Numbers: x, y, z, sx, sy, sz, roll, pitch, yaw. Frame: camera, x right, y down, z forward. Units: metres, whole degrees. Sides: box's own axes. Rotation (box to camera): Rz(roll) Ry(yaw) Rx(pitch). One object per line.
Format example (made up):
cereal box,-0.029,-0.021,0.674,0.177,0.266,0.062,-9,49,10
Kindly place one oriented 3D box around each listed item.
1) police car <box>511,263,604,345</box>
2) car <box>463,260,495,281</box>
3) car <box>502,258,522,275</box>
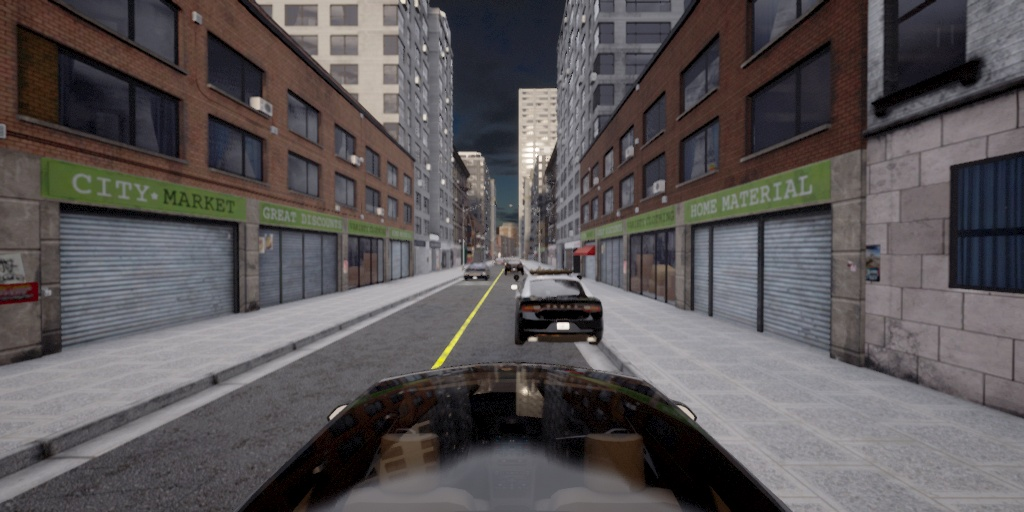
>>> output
police car,1.005,1.152,9.556,1.930,1.638,5.238,0,0,0
car,-2.717,1.222,29.056,2.033,1.411,5.357,0,0,0
car,0.245,1.135,37.345,1.882,1.535,5.008,0,0,1
